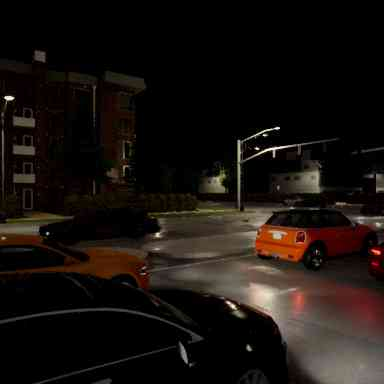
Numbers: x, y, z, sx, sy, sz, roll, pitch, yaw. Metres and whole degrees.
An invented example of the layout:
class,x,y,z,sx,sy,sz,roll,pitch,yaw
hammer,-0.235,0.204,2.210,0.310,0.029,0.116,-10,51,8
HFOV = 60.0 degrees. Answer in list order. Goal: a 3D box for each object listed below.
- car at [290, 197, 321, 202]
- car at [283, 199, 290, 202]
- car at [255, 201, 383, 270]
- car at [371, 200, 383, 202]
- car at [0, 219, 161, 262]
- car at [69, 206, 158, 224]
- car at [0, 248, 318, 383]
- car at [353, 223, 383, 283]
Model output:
class,x,y,z,sx,sy,sz,roll,pitch,yaw
car,16.046,1.564,45.169,4.181,1.385,1.994,0,0,31
car,17.001,1.525,54.538,1.812,1.442,4.674,0,0,-34
car,4.290,1.352,11.216,4.553,1.767,2.097,0,0,-35
car,17.996,1.477,31.796,5.008,1.535,1.882,0,0,-38
car,-3.130,1.478,5.814,5.008,1.535,1.882,0,0,-35
car,-4.070,1.547,15.211,5.357,1.411,2.033,0,0,-36
car,-1.191,1.505,2.899,4.892,1.490,1.837,0,0,-36
car,6.275,1.526,8.340,4.674,1.442,1.812,0,0,-34
